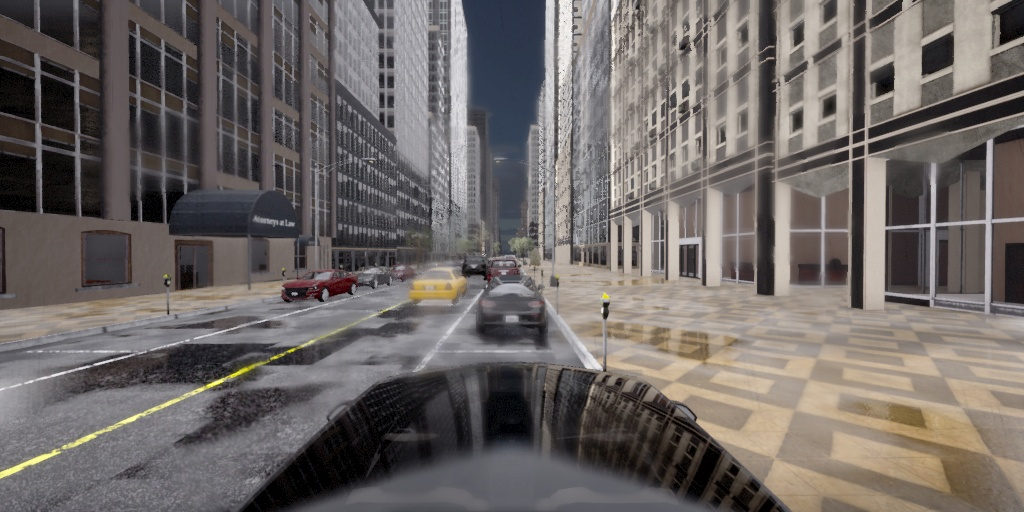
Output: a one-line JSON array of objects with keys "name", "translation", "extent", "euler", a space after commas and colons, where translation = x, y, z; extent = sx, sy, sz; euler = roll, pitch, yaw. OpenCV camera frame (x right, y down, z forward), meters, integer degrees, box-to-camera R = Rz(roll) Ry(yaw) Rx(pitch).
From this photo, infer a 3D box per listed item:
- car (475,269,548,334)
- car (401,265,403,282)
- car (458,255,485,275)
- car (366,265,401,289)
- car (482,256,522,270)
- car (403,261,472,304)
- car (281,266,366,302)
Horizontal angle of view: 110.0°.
[{"name": "car", "translation": [0.003, 1.274, 10.501], "extent": [1.812, 1.442, 4.674], "euler": [0, 0, 0]}, {"name": "car", "translation": [-8.837, 1.327, 28.206], "extent": [1.802, 1.307, 4.207], "euler": [0, 0, 0]}, {"name": "car", "translation": [-3.050, 0.966, 31.338], "extent": [2.150, 2.045, 5.566], "euler": [0, 0, 0]}, {"name": "car", "translation": [-8.838, 1.297, 22.523], "extent": [2.007, 1.370, 4.403], "euler": [0, 0, 0]}, {"name": "car", "translation": [-0.457, 1.061, 22.523], "extent": [2.192, 1.841, 5.009], "euler": [0, 0, 0]}, {"name": "car", "translation": [-3.147, 1.204, 16.269], "extent": [1.801, 1.575, 5.366], "euler": [0, 0, 0]}, {"name": "car", "translation": [-8.837, 1.292, 16.839], "extent": [1.888, 1.381, 4.507], "euler": [0, 0, 0]}]
